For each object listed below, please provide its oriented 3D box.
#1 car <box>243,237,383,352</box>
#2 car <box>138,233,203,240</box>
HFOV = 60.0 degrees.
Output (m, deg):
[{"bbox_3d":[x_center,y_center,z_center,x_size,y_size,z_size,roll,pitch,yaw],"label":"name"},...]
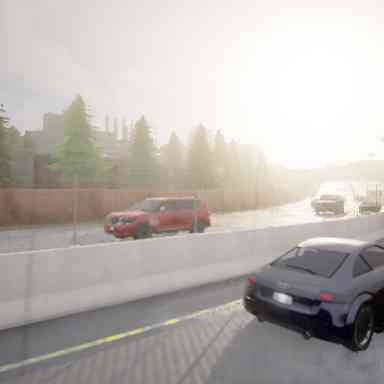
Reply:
[{"bbox_3d":[2.923,1.571,6.296,4.181,1.385,1.994,0,0,-39],"label":"car"},{"bbox_3d":[-1.455,1.270,16.566,5.566,2.045,2.150,0,0,-42],"label":"car"}]
